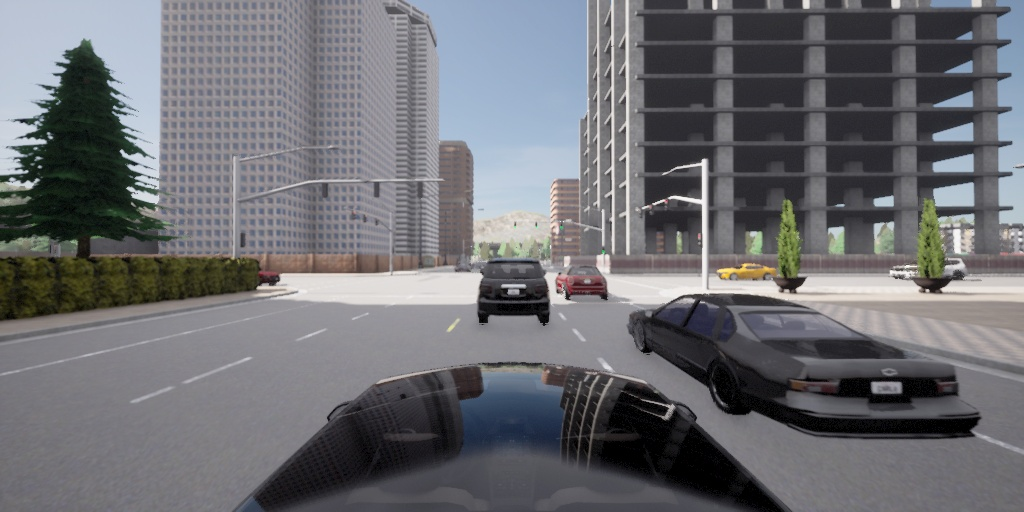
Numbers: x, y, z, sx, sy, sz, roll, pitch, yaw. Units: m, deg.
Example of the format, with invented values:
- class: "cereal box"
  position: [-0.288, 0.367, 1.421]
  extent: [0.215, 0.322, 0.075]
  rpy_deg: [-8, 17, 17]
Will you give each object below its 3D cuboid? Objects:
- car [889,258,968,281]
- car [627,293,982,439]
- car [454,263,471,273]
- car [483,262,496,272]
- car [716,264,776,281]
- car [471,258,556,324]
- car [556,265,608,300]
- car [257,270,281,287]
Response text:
- class: "car"
  position: [38.755, 1.252, 33.413]
  extent: [5.566, 2.045, 2.150]
  rpy_deg: [0, -1, 0]
- class: "car"
  position: [3.597, 1.335, 5.957]
  extent: [2.033, 1.411, 5.357]
  rpy_deg: [0, 0, 0]
- class: "car"
  position: [-7.181, 1.763, 52.475]
  extent: [1.994, 1.385, 4.181]
  rpy_deg: [0, 0, 1]
- class: "car"
  position: [-3.668, 1.783, 59.025]
  extent: [1.812, 1.442, 4.674]
  rpy_deg: [0, 0, 1]
- class: "car"
  position: [21.795, 1.509, 33.517]
  extent: [5.008, 1.535, 1.882]
  rpy_deg: [0, -1, 0]
- class: "car"
  position: [0.057, 1.070, 12.476]
  extent: [2.150, 2.045, 5.566]
  rpy_deg: [0, 0, 0]
- class: "car"
  position: [3.548, 1.255, 19.019]
  extent: [2.097, 1.767, 4.553]
  rpy_deg: [0, -1, 0]
- class: "car"
  position: [-19.887, 1.448, 26.558]
  extent: [5.008, 1.535, 1.882]
  rpy_deg: [0, -1, 1]
